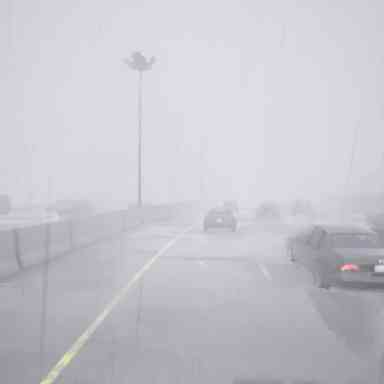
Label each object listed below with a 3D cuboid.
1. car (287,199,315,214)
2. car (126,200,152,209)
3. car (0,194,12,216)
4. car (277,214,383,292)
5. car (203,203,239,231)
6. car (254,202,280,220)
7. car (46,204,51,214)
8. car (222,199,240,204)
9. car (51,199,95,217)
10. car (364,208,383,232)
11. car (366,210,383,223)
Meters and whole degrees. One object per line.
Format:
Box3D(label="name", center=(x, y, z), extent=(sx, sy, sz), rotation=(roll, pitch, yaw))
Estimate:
Box3D(label="car", center=(10.683, 1.477, 32.880), extent=(2.097, 1.767, 4.553), rotation=(0, 0, 9))
Box3D(label="car", center=(-6.203, 1.660, 39.441), extent=(1.895, 1.301, 4.718), rotation=(0, 0, 9))
Box3D(label="car", center=(-18.420, 1.199, 29.315), extent=(2.150, 2.045, 5.566), rotation=(0, 0, 9))
Box3D(label="car", center=(3.970, 1.587, 9.153), extent=(2.033, 1.411, 5.357), rotation=(0, 0, 4))
Box3D(label="car", center=(1.844, 1.621, 21.223), extent=(1.994, 1.385, 4.181), rotation=(0, 0, 8))
Box3D(label="car", center=(6.518, 1.601, 28.865), extent=(1.837, 1.490, 4.892), rotation=(0, 0, 9))
Box3D(label="car", center=(-13.826, 1.520, 35.995), extent=(1.837, 1.490, 4.892), rotation=(0, 0, 9))
Box3D(label="car", center=(4.609, 1.615, 39.373), extent=(1.837, 1.490, 4.892), rotation=(0, 0, 9))
Box3D(label="car", center=(-10.959, 1.524, 31.713), extent=(1.837, 1.490, 4.892), rotation=(0, 0, 9))
Box3D(label="car", center=(12.249, 1.705, 20.084), extent=(1.895, 1.301, 4.718), rotation=(0, 0, 8))
Box3D(label="car", center=(7.697, 1.554, 11.360), extent=(2.128, 1.511, 4.902), rotation=(0, 0, 5))
